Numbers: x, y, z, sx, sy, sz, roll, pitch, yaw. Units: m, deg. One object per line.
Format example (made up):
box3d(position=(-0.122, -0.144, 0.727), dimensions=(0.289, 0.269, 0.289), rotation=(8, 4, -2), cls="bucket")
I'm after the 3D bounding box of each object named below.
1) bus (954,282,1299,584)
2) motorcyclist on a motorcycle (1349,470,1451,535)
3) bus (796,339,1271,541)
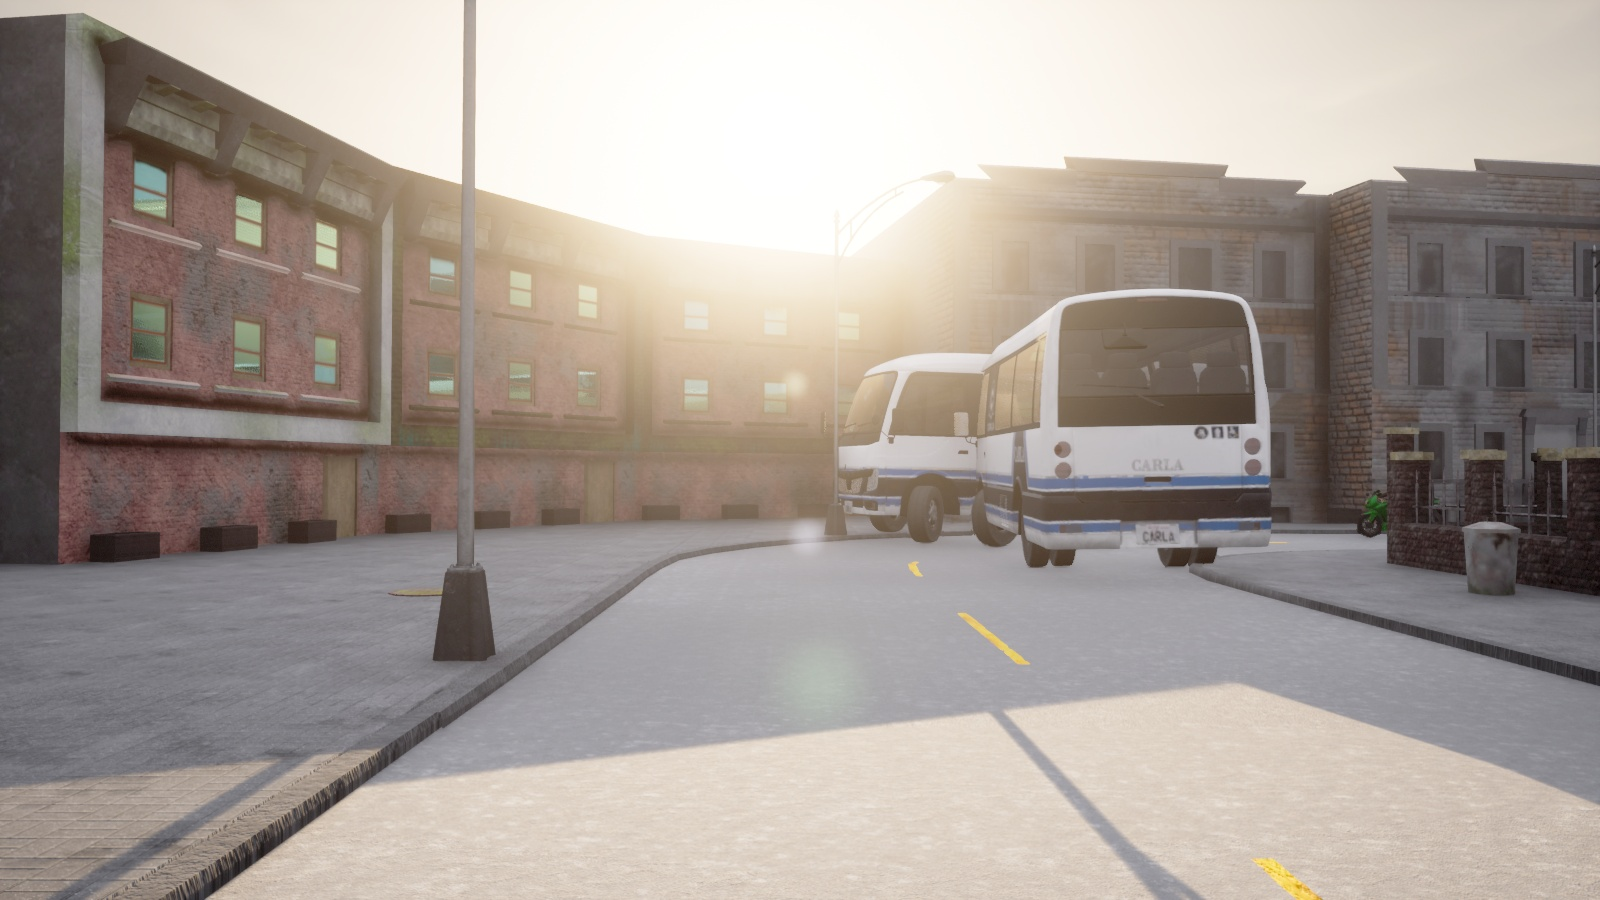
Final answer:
box3d(position=(5.306, -0.197, 23.193), dimensions=(3.944, 4.253, 10.273), rotation=(-1, 0, 2), cls="bus")
box3d(position=(14.389, 1.244, 30.164), dimensions=(2.044, 1.523, 0.797), rotation=(0, -1, 0), cls="motorcyclist on a motorcycle")
box3d(position=(5.380, -0.107, 29.630), dimensions=(10.273, 4.253, 3.944), rotation=(1, -1, -14), cls="bus")
